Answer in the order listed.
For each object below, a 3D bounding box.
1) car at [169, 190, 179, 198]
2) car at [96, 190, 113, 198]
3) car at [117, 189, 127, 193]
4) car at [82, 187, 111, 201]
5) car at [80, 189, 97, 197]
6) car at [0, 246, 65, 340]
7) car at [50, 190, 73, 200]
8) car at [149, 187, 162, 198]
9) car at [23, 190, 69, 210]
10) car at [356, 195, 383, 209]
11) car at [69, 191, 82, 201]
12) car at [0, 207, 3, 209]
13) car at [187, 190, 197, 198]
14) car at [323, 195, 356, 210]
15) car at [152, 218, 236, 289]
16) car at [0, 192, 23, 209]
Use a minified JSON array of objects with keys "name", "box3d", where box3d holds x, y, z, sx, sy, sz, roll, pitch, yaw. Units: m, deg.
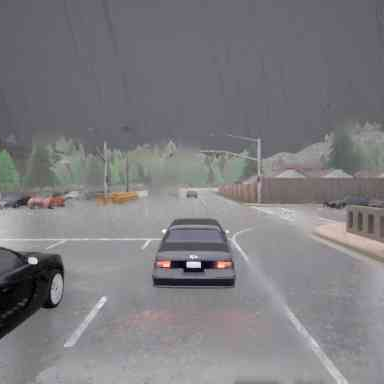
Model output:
[{"name":"car","box3d":[-3.569,0.302,65.409,2.128,1.511,4.902,0,1,0]},{"name":"car","box3d":[-17.672,0.323,67.181,2.033,1.411,5.357,0,1,0]},{"name":"car","box3d":[-14.174,0.113,68.023,2.097,1.767,4.553,0,1,0]},{"name":"car","box3d":[-14.221,0.317,50.202,2.150,2.045,5.566,0,1,0]},{"name":"car","box3d":[-21.175,0.235,68.214,1.882,1.535,5.008,0,1,0]},{"name":"car","box3d":[-3.453,1.421,4.613,1.882,1.535,5.008,0,1,0]},{"name":"car","box3d":[-21.222,0.520,54.412,1.837,1.490,4.892,0,1,0]},{"name":"car","box3d":[-7.065,0.046,64.653,2.150,2.045,5.566,0,1,0]},{"name":"car","box3d":[-14.182,0.778,32.631,2.097,1.767,4.553,0,1,0]},{"name":"car","box3d":[17.798,1.041,29.131,5.357,1.411,2.033,0,1,2]},{"name":"car","box3d":[-17.716,0.617,50.407,1.812,1.442,4.674,0,1,0]},{"name":"car","box3d":[-6.944,1.358,8.137,1.882,1.535,5.008,0,1,0]},{"name":"car","box3d":[-0.069,0.364,65.979,1.994,1.385,4.181,0,1,0]},{"name":"car","box3d":[15.817,0.973,32.700,5.357,1.411,2.033,0,1,2]},{"name":"car","box3d":[0.089,1.417,8.986,2.033,1.411,5.357,0,1,1]},{"name":"car","box3d":[-17.685,0.900,33.507,2.128,1.511,4.902,0,1,0]}]
